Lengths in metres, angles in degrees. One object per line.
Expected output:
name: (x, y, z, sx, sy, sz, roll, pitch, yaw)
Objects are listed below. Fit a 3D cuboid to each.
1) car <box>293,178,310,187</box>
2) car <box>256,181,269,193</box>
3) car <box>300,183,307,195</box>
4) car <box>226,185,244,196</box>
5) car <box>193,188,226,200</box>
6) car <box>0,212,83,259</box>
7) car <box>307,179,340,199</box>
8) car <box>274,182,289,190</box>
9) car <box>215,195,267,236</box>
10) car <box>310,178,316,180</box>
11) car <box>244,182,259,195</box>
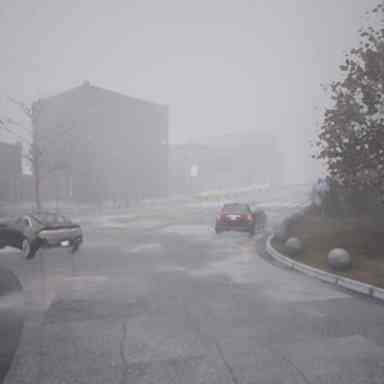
car: (25.516, -1.940, 79.031, 2.231, 1.521, 4.892, 0, 3, 37)
car: (12.323, -0.925, 61.286, 2.435, 2.045, 5.566, 0, 3, 37)
car: (18.294, -0.281, 49.748, 1.812, 1.442, 4.674, 0, 3, 37)
car: (5.578, -0.029, 52.218, 1.946, 1.575, 5.366, 0, 3, 37)
car: (2.280, 0.290, 47.799, 1.946, 1.575, 5.366, 0, 3, 37)
car: (-6.124, 1.551, 13.043, 4.902, 1.511, 2.128, 0, 0, 43)
car: (16.826, -0.197, 42.170, 2.150, 2.045, 5.566, 0, 3, 37)
car: (18.909, -1.277, 70.151, 2.163, 1.488, 4.792, 0, 3, 37)
car: (2.883, 1.316, 18.770, 2.097, 1.767, 4.553, 0, 1, 21)
car: (28.777, -2.506, 83.419, 2.435, 2.045, 5.566, 0, 3, 37)
car: (8.869, -0.345, 56.644, 1.946, 1.575, 5.366, 0, 3, 37)
